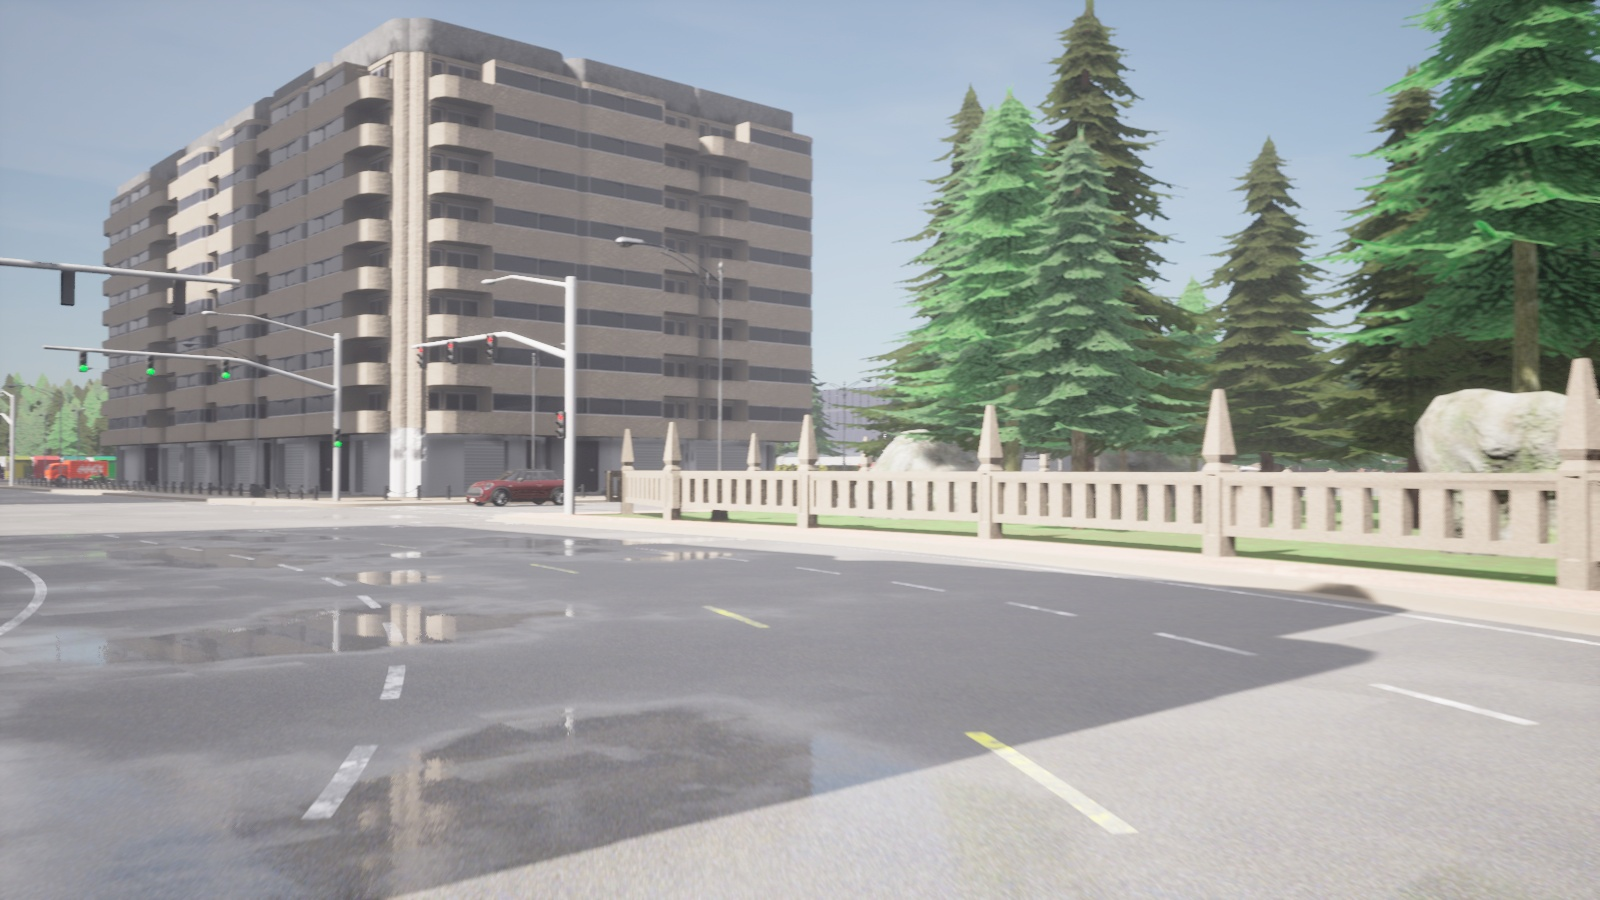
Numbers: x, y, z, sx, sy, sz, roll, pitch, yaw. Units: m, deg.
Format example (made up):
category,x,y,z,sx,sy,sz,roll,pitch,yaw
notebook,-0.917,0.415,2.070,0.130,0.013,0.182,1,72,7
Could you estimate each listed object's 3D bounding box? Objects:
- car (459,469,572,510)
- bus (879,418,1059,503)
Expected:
category,x,y,z,sx,sy,sz,roll,pitch,yaw
car,-12.864,1.750,56.940,4.553,1.767,2.097,1,-1,-42
bus,9.267,0.578,67.644,10.273,4.253,3.944,1,-1,-43
